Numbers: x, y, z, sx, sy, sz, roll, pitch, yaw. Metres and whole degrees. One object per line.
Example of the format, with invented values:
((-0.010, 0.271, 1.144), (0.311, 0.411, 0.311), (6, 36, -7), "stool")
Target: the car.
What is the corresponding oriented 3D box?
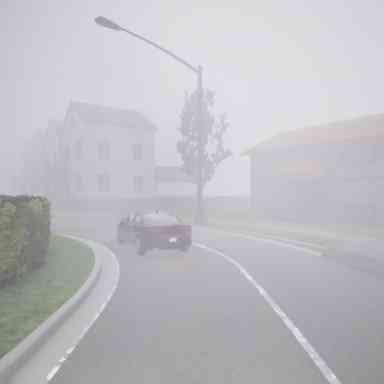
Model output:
((-1.705, 1.485, 13.598), (1.882, 1.535, 5.008), (0, 0, -25), "car")
